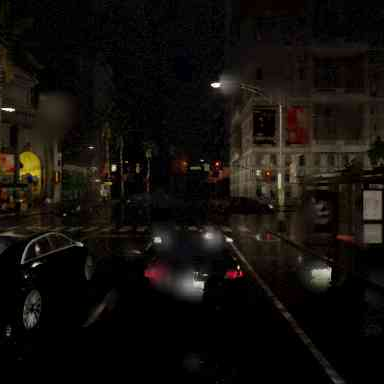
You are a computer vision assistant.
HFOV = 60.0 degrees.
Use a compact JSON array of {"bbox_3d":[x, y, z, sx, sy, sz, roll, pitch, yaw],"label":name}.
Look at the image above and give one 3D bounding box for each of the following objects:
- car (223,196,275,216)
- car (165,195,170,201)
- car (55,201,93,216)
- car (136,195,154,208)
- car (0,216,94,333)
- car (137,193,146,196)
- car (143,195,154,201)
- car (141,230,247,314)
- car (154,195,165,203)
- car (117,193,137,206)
[{"bbox_3d":[5.610,1.352,31.901,4.553,1.767,2.097,0,0,13],"label":"car"},{"bbox_3d":[-7.217,1.525,81.595,2.128,1.511,4.902,0,0,0],"label":"car"},{"bbox_3d":[-10.682,1.547,30.563,2.033,1.411,5.357,0,0,0],"label":"car"},{"bbox_3d":[-6.857,1.525,49.197,1.812,1.442,4.674,0,0,-7],"label":"car"},{"bbox_3d":[-3.461,1.492,6.772,2.128,1.511,4.902,0,0,0],"label":"car"},{"bbox_3d":[-10.684,1.225,68.610,2.150,2.045,5.566,0,0,0],"label":"car"},{"bbox_3d":[-10.712,1.540,81.764,2.033,1.411,5.357,0,0,0],"label":"car"},{"bbox_3d":[0.043,1.564,7.710,1.994,1.385,4.181,0,0,0],"label":"car"},{"bbox_3d":[-7.203,1.478,66.733,1.882,1.535,5.008,0,0,0],"label":"car"},{"bbox_3d":[-10.732,1.351,53.926,2.097,1.767,4.553,0,0,0],"label":"car"}]
